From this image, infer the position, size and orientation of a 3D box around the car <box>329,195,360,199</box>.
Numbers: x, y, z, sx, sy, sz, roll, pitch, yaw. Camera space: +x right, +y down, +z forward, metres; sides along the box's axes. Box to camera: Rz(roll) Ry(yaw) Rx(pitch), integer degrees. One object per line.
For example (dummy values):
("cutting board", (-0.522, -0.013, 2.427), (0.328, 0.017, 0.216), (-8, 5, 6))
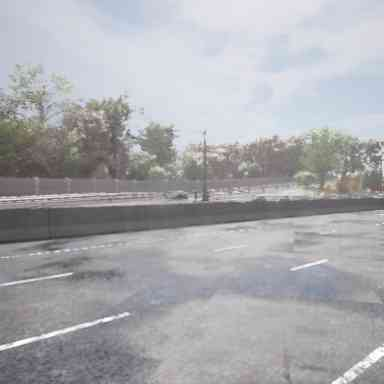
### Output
("car", (24.445, 1.284, 53.166), (4.892, 1.490, 1.837), (0, 1, -40))

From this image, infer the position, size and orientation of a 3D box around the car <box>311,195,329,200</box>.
("car", (21.616, 1.247, 55.350), (4.902, 1.511, 2.128), (0, 0, -40))

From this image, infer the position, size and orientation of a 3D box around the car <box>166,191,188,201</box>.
("car", (-2.295, 0.603, 51.800), (2.128, 1.511, 4.902), (0, 1, 26))

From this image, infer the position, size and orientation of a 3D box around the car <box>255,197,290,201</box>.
("car", (10.738, 1.336, 41.544), (5.357, 1.411, 2.033), (0, 0, -40))

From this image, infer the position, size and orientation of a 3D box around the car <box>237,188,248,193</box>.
("car", (12.028, -0.243, 79.328), (1.812, 1.442, 4.674), (0, 2, 29))

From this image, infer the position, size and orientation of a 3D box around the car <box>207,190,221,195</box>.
("car", (4.613, 0.301, 65.754), (2.128, 1.511, 4.902), (0, 2, 28))

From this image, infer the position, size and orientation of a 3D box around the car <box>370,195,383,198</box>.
("car", (36.323, 1.277, 63.246), (4.892, 1.490, 1.837), (0, 0, -40))

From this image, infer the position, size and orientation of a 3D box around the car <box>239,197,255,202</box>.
("car", (8.419, 1.312, 44.162), (5.357, 1.411, 2.033), (0, 0, -40))

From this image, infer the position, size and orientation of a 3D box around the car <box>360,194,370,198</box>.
("car", (33.729, 1.252, 65.633), (4.892, 1.490, 1.837), (0, 0, -40))
